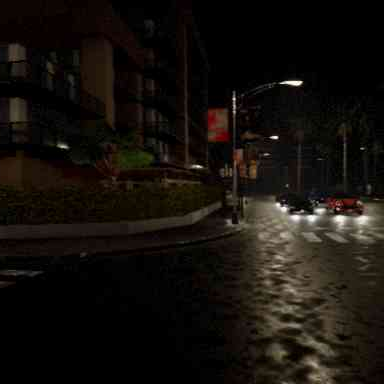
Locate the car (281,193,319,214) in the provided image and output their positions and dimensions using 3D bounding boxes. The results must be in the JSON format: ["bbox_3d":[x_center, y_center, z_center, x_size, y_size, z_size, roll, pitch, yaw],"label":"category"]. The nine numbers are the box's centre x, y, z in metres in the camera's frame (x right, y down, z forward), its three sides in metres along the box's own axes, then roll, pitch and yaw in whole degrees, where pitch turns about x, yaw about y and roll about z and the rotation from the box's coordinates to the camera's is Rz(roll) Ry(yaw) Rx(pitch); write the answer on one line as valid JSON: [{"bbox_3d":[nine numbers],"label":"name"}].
[{"bbox_3d":[9.107,1.053,28.494,2.033,1.411,5.357,0,1,11],"label":"car"}]

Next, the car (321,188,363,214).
[{"bbox_3d":[12.481,0.833,27.523,2.097,1.767,4.553,0,1,11],"label":"car"}]

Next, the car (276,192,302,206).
[{"bbox_3d":[10.946,0.885,37.808,1.812,1.442,4.674,0,1,11],"label":"car"}]

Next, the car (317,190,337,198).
[{"bbox_3d":[25.177,0.394,62.259,1.812,1.442,4.674,-1,1,-1],"label":"car"}]

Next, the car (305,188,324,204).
[{"bbox_3d":[14.289,0.558,36.683,2.150,2.045,5.566,0,1,11],"label":"car"}]

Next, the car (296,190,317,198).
[{"bbox_3d":[21.696,0.386,63.193,2.128,1.511,4.902,-1,1,-1],"label":"car"}]

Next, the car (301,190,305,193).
[{"bbox_3d":[16.319,0.722,46.950,2.033,1.411,5.357,0,1,11],"label":"car"}]
